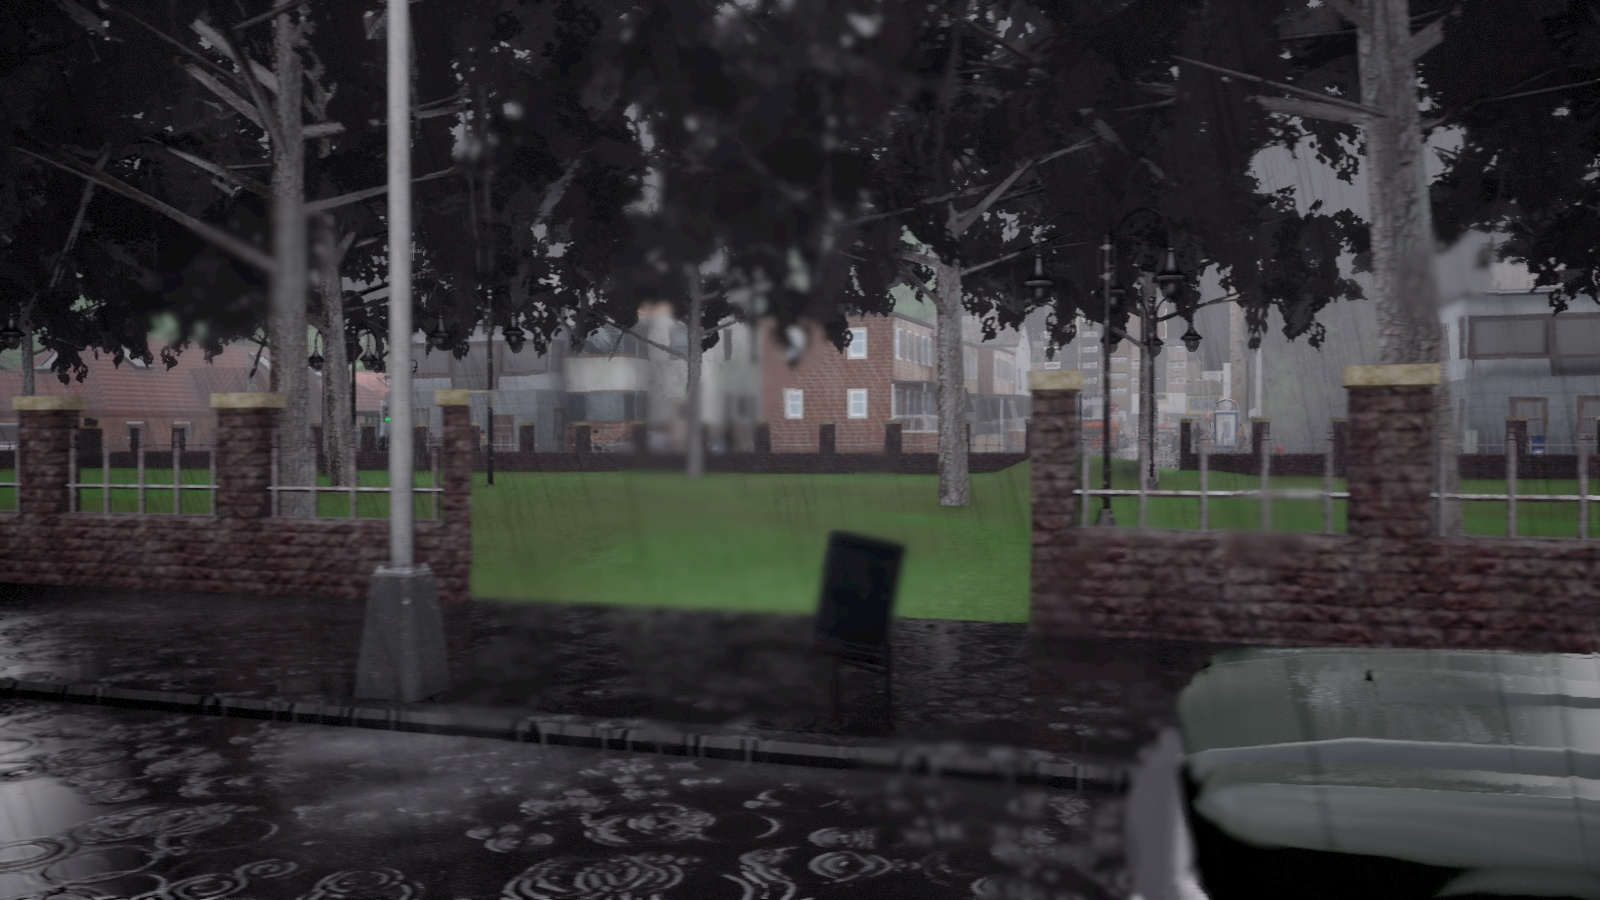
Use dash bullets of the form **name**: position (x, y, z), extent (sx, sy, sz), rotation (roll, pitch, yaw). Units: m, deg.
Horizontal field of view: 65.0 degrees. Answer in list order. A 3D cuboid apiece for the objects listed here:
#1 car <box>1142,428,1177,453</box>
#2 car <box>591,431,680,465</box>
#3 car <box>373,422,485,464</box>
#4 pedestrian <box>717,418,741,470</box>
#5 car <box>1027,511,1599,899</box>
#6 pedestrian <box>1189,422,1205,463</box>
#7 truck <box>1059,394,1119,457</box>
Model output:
- **car**: position (24.998, -0.698, 87.217), extent (2.152, 1.651, 5.027), rotation (1, 1, 19)
- **car**: position (-7.610, -0.120, 58.210), extent (3.633, 1.501, 1.845), rotation (1, 1, 21)
- **car**: position (-16.871, -0.335, 57.142), extent (4.605, 1.855, 1.932), rotation (0, 1, 17)
- **pedestrian**: position (-2.638, -0.223, 46.785), extent (0.788, 1.949, 0.423), rotation (1, 1, 21)
- **car**: position (3.002, 0.895, 2.712), extent (4.718, 1.301, 1.895), rotation (1, 1, 19)
- **pedestrian**: position (19.293, -0.369, 61.072), extent (0.788, 1.949, 0.423), rotation (-1, 1, -45)
- **truck**: position (18.858, -1.572, 81.519), extent (2.891, 3.827, 8.468), rotation (1, 1, 19)
